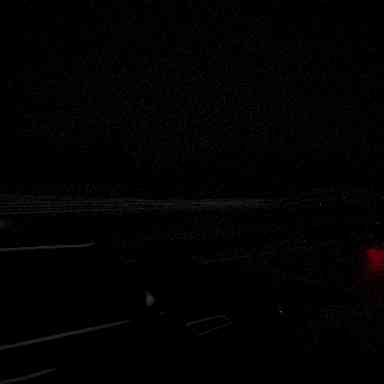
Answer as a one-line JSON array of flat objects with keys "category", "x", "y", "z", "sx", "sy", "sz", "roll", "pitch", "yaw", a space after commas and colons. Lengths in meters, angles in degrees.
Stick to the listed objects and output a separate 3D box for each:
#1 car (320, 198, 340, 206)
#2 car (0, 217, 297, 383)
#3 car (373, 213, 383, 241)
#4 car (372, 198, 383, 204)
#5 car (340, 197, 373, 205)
[{"category": "car", "x": 18.421, "y": 1.529, "z": 42.807, "sx": 4.892, "sy": 1.490, "sz": 1.837, "roll": 0, "pitch": 0, "yaw": -35}, {"category": "car", "x": -1.593, "y": 1.222, "z": 2.610, "sx": 5.566, "sy": 2.045, "sz": 2.150, "roll": 0, "pitch": 0, "yaw": -36}, {"category": "car", "x": 10.222, "y": 1.501, "z": 15.338, "sx": 4.892, "sy": 1.490, "sz": 1.837, "roll": 0, "pitch": 0, "yaw": -35}, {"category": "car", "x": 22.507, "y": 1.548, "z": 37.123, "sx": 4.674, "sy": 1.442, "sz": 1.812, "roll": 0, "pitch": 0, "yaw": -36}, {"category": "car", "x": 20.477, "y": 1.326, "z": 39.974, "sx": 4.902, "sy": 1.511, "sz": 2.128, "roll": 0, "pitch": 0, "yaw": -36}]
